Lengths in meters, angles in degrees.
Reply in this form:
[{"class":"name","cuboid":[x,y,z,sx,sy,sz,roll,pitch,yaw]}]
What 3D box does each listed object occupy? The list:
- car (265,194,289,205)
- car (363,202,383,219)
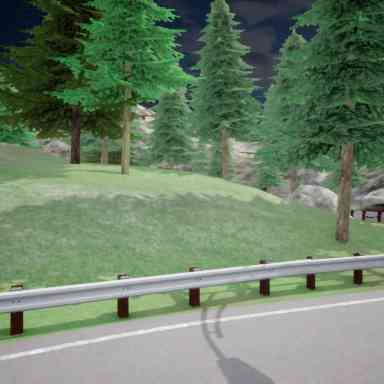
[{"class":"car","cuboid":[11.074,1.240,41.169,2.150,2.045,5.566,0,-1,-22]},{"class":"car","cuboid":[15.990,1.542,26.657,1.812,1.442,4.674,0,1,-19]}]
